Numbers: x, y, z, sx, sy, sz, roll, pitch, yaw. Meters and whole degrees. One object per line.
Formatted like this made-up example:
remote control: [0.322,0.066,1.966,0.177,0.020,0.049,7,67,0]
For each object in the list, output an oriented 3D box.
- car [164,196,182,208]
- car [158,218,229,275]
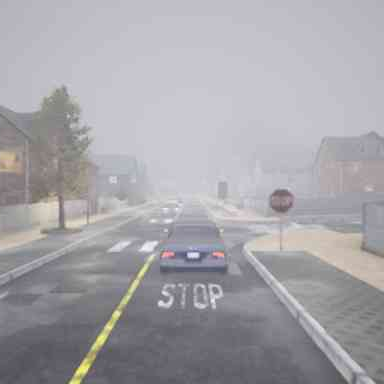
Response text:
car: [-2.834,1.440,46.898,1.812,1.442,4.674,0,0,0]
car: [0.051,1.529,10.314,2.033,1.411,5.357,0,0,0]
